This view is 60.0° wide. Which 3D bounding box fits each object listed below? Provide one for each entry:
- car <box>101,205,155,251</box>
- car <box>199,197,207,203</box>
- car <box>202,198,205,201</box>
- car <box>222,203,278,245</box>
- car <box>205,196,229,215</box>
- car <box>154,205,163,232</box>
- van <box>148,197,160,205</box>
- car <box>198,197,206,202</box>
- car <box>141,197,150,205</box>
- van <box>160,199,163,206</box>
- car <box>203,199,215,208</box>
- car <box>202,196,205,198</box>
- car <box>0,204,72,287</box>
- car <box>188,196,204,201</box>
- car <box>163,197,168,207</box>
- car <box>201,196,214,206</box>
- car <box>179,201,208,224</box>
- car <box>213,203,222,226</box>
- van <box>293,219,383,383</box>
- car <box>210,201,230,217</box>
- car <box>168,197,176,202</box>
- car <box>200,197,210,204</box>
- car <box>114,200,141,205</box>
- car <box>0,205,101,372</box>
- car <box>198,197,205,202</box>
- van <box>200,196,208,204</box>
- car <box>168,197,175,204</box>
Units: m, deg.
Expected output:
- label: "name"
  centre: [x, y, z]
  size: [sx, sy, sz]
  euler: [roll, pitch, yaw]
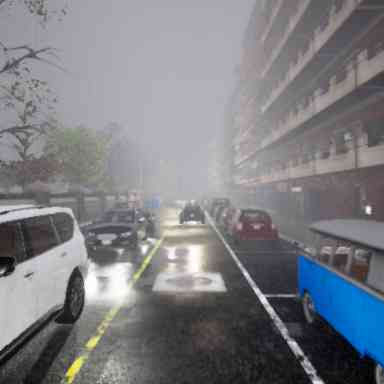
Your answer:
- label: "car"
  centre: [-3.067, 1.555, 14.442]
  size: [2.128, 1.511, 4.902]
  euler: [0, 0, 0]
- label: "car"
  centre: [2.735, 2.009, 83.335]
  size: [1.947, 1.339, 4.313]
  euler: [0, 0, 0]
- label: "car"
  centre: [2.714, 1.752, 43.925]
  size: [1.887, 1.381, 4.507]
  euler: [0, 0, 0]
- label: "car"
  centre: [2.701, 1.509, 15.775]
  size: [1.967, 1.590, 4.097]
  euler: [0, 0, 0]
- label: "car"
  centre: [2.710, 1.465, 32.665]
  size: [2.192, 1.841, 5.009]
  euler: [0, 0, 0]
- label: "car"
  centre: [-2.990, 1.696, 19.187]
  size: [1.994, 1.385, 4.181]
  euler: [0, 0, 0]
- label: "van"
  centre: [-5.665, 1.548, 43.930]
  size: [1.690, 1.788, 3.998]
  euler: [0, 0, 0]
- label: "car"
  centre: [2.737, 2.028, 88.966]
  size: [2.008, 1.369, 4.403]
  euler: [0, 0, 0]
- label: "car"
  centre: [-5.670, 1.590, 32.669]
  size: [1.967, 1.590, 4.097]
  euler: [0, 0, 0]
- label: "van"
  centre: [-5.662, 1.579, 49.559]
  size: [1.690, 1.788, 3.998]
  euler: [0, 0, 0]
- label: "car"
  centre: [2.720, 1.852, 55.185]
  size: [1.802, 1.307, 4.206]
  euler: [0, 0, 0]
- label: "car"
  centre: [2.718, 1.678, 49.554]
  size: [1.967, 1.590, 4.097]
  euler: [0, 0, 0]
- label: "car"
  centre: [-5.682, 1.359, 10.150]
  size: [2.192, 1.841, 5.009]
  euler: [0, 0, 0]
- label: "car"
  centre: [0.110, 1.705, 44.809]
  size: [2.128, 1.511, 4.902]
  euler: [0, 0, 0]
- label: "car"
  centre: [-5.660, 1.821, 55.188]
  size: [2.008, 1.369, 4.403]
  euler: [0, 0, 0]
- label: "car"
  centre: [2.723, 1.619, 60.815]
  size: [2.192, 1.841, 5.009]
  euler: [0, 0, 0]
- label: "car"
  centre: [0.051, 1.682, 26.137]
  size: [1.994, 1.385, 4.181]
  euler: [0, 0, 1]
- label: "car"
  centre: [2.703, 1.646, 21.404]
  size: [2.008, 1.369, 4.403]
  euler: [0, 0, 0]
- label: "van"
  centre: [2.696, 1.360, 4.515]
  size: [1.690, 1.788, 3.998]
  euler: [0, 0, 0]
- label: "car"
  centre: [2.706, 1.667, 27.034]
  size: [1.887, 1.381, 4.507]
  euler: [0, 0, 0]
- label: "car"
  centre: [-5.640, 2.079, 94.601]
  size: [1.947, 1.339, 4.313]
  euler: [0, 0, 0]
- label: "car"
  centre: [2.729, 1.813, 72.075]
  size: [1.967, 1.590, 4.097]
  euler: [0, 0, 0]
- label: "car"
  centre: [-5.674, 1.562, 27.040]
  size: [1.967, 1.590, 4.097]
  euler: [0, 0, 0]
- label: "car"
  centre: [-3.078, 1.240, 4.303]
  size: [2.150, 2.045, 5.566]
  euler: [0, 0, 0]
- label: "car"
  centre: [2.741, 2.057, 94.596]
  size: [1.887, 1.381, 4.507]
  euler: [0, 0, 0]
- label: "van"
  centre: [2.732, 1.749, 77.706]
  size: [1.690, 1.788, 3.998]
  euler: [0, 0, 0]
- label: "car"
  centre: [-5.648, 1.932, 77.540]
  size: [1.752, 1.417, 4.829]
  euler: [0, 0, 0]
